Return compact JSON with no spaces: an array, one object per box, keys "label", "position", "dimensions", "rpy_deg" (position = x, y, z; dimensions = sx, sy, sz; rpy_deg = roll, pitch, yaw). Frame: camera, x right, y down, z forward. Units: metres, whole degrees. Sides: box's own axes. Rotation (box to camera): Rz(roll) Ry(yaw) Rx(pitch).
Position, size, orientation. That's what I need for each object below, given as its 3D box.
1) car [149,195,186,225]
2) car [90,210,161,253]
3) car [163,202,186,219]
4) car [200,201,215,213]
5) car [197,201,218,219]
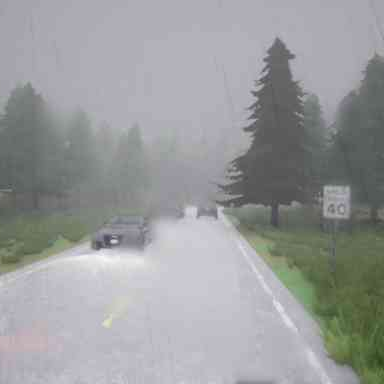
[{"label":"car","position":[-2.021,1.263,26.690],"dimensions":[2.150,2.045,5.566],"rpy_deg":[2,-1,3]},{"label":"car","position":[-2.744,1.639,14.107],"dimensions":[1.994,1.385,4.181],"rpy_deg":[2,-1,3]},{"label":"car","position":[-1.692,1.832,34.445],"dimensions":[1.837,1.490,4.892],"rpy_deg":[2,-1,3]},{"label":"car","position":[2.265,2.081,48.304],"dimensions":[2.128,1.511,4.902],"rpy_deg":[2,-1,3]},{"label":"car","position":[1.611,1.773,34.544],"dimensions":[2.097,1.767,4.553],"rpy_deg":[2,-1,3]}]
